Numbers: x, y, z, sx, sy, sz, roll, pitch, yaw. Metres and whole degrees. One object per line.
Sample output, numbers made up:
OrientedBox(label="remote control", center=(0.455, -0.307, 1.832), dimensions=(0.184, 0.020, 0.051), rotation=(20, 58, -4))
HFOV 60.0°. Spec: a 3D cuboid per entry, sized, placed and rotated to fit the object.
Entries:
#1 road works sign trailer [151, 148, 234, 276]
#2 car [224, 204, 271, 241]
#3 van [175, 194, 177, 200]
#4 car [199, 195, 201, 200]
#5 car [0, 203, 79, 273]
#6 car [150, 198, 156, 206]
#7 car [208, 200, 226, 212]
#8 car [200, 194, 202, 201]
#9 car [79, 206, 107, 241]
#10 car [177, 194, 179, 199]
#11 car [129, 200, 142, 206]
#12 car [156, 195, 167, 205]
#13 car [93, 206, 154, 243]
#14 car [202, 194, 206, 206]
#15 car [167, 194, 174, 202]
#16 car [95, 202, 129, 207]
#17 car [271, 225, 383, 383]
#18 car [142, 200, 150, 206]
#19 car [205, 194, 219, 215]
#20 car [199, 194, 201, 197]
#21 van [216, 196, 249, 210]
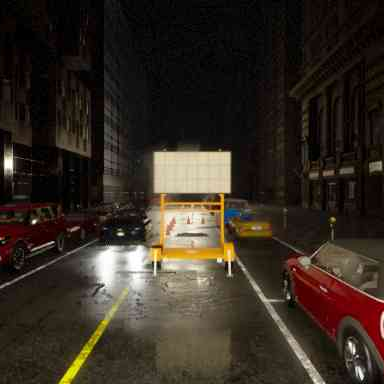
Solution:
OrientedBox(label="road works sign trailer", center=(0.014, 0.464, 10.292), dimensions=(2.380, 3.560, 2.880), rotation=(0, 0, 0))
OrientedBox(label="car", center=(2.785, 1.525, 16.617), dimensions=(1.752, 1.417, 4.829), rotation=(0, 0, 0))
OrientedBox(label="van", center=(-5.619, 1.380, 89.275), dimensions=(1.690, 1.788, 3.998), rotation=(0, 0, 0))
OrientedBox(label="car", center=(2.860, 1.586, 61.260), dimensions=(1.947, 1.339, 4.313), rotation=(0, 0, 0))
OrientedBox(label="car", center=(-5.750, 1.314, 10.845), dimensions=(2.192, 1.841, 5.009), rotation=(0, 0, 0))
OrientedBox(label="car", center=(-5.702, 1.571, 38.855), dimensions=(1.947, 1.339, 4.313), rotation=(0, 0, 0))
OrientedBox(label="car", center=(2.823, 1.588, 38.854), dimensions=(1.802, 1.307, 4.206), rotation=(0, 0, 0))
OrientedBox(label="car", center=(2.850, 1.456, 55.659), dimensions=(1.967, 1.590, 4.097), rotation=(0, 0, 0))
OrientedBox(label="car", center=(-5.740, 1.581, 16.447), dimensions=(1.802, 1.307, 4.206), rotation=(0, 0, 0))
OrientedBox(label="car", center=(-5.609, 1.588, 94.877), dimensions=(1.887, 1.381, 4.507), rotation=(0, 0, 0))
OrientedBox(label="car", center=(-5.721, 1.552, 27.652), dimensions=(2.008, 1.369, 4.403), rotation=(0, 0, 0))
OrientedBox(label="car", center=(-5.675, 1.560, 55.662), dimensions=(1.887, 1.381, 4.507), rotation=(0, 0, 0))
OrientedBox(label="car", center=(-2.976, 1.564, 15.828), dimensions=(1.994, 1.385, 4.181), rotation=(0, 0, 0))
OrientedBox(label="car", center=(2.831, 1.324, 44.455), dimensions=(2.192, 1.841, 5.009), rotation=(0, 0, 0))
OrientedBox(label="car", center=(-5.647, 1.467, 72.468), dimensions=(1.967, 1.590, 4.097), rotation=(0, 0, 0))
OrientedBox(label="car", center=(-5.731, 1.440, 22.049), dimensions=(1.967, 1.590, 4.097), rotation=(0, 0, 0))
OrientedBox(label="car", center=(2.766, 1.440, 5.243), dimensions=(1.967, 1.590, 4.097), rotation=(0, 0, 0))
OrientedBox(label="car", center=(-5.712, 1.569, 33.253), dimensions=(1.947, 1.339, 4.313), rotation=(0, 0, 0))
OrientedBox(label="car", center=(2.812, 1.319, 33.252), dimensions=(2.192, 1.841, 5.009), rotation=(0, 0, 0))
OrientedBox(label="car", center=(2.869, 1.464, 66.862), dimensions=(1.967, 1.590, 4.097), rotation=(0, 0, 0))
OrientedBox(label="van", center=(2.794, 1.342, 22.049), dimensions=(1.690, 1.788, 3.998), rotation=(0, 0, 0))
